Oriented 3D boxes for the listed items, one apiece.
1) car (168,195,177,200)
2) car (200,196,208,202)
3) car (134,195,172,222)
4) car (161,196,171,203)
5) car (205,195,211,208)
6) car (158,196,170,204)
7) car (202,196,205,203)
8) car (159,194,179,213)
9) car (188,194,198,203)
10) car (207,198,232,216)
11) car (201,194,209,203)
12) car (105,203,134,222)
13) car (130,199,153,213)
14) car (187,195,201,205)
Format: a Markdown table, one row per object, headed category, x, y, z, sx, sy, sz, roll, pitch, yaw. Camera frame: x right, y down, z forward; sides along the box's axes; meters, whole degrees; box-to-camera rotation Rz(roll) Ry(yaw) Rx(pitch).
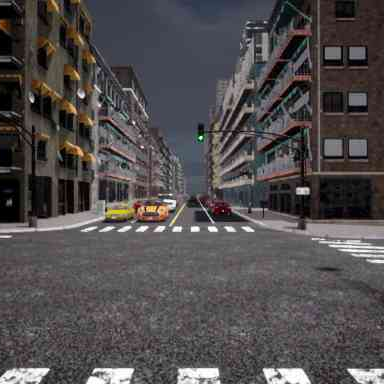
| category | x | y | z | sx | sy | sz | roll | pitch | yaw |
| --- | --- | --- | --- | --- | --- | --- | --- | --- | --- |
| car | -5.438 | 1.588 | 92.734 | 2.008 | 1.369 | 4.403 | 1 | 0 | 0 |
| car | 2.914 | 1.596 | 81.652 | 1.947 | 1.339 | 4.313 | 1 | 0 | 0 |
| car | -3.024 | 1.358 | 26.556 | 2.097 | 1.767 | 4.553 | 0 | 0 | 0 |
| car | -5.496 | 1.569 | 70.641 | 1.887 | 1.381 | 4.507 | 1 | 0 | 0 |
| car | 2.798 | 1.450 | 37.464 | 1.967 | 1.590 | 4.097 | 1 | 0 | 0 |
| car | -5.511 | 1.572 | 65.118 | 2.008 | 1.369 | 4.403 | 1 | 0 | 0 |
| car | 2.826 | 1.596 | 48.511 | 1.802 | 1.307 | 4.206 | 1 | 0 | 0 |
| car | -2.998 | 1.232 | 37.342 | 2.150 | 2.045 | 5.566 | 0 | 0 | 0 |
| car | 0.181 | 1.375 | 68.184 | 2.097 | 1.767 | 4.553 | 0 | 0 | 0 |
| car | 2.783 | 1.553 | 31.941 | 1.887 | 1.381 | 4.507 | 1 | 0 | 0 |
| car | 2.887 | 1.339 | 70.606 | 2.192 | 1.841 | 5.009 | 1 | 0 | 0 |
| car | -5.612 | 1.532 | 26.284 | 1.752 | 1.417 | 4.829 | 1 | 0 | 0 |
| car | -5.583 | 1.554 | 37.500 | 1.887 | 1.381 | 4.507 | 1 | 0 | 0 |
| car | 0.155 | 1.523 | 57.792 | 1.837 | 1.490 | 4.892 | 0 | 0 | 0 |
